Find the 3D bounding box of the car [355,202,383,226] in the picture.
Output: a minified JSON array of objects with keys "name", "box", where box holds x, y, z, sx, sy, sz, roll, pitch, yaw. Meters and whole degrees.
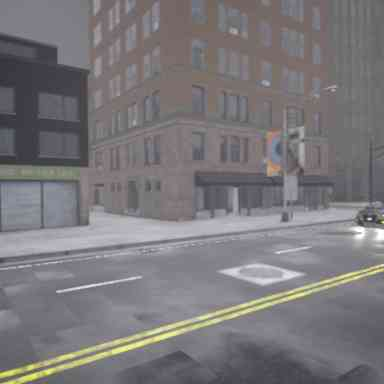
[{"name":"car","box":[11.624,1.315,19.879,4.181,1.385,1.994,-1,0,-35]}]
